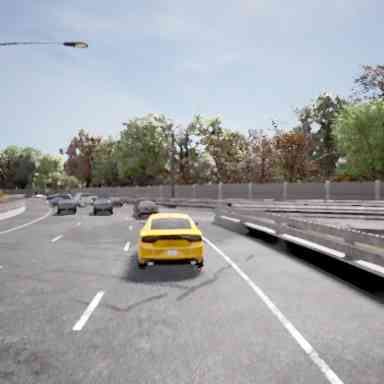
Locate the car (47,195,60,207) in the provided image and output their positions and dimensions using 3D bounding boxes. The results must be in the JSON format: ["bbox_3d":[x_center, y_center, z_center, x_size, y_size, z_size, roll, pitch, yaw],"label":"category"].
[{"bbox_3d":[-21.388,1.582,52.747,1.994,1.385,4.181,0,0,-29],"label":"car"}]

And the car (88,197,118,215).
[{"bbox_3d":[-9.325,1.478,34.588,2.128,1.511,4.902,0,0,-18],"label":"car"}]

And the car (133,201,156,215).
[{"bbox_3d":[-4.280,1.515,30.407,2.033,1.411,5.357,0,0,-16],"label":"car"}]

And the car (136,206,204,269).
[{"bbox_3d":[-0.776,1.461,11.271,1.882,1.535,5.008,0,0,-6],"label":"car"}]

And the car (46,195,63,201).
[{"bbox_3d":[-32.774,1.380,79.339,5.008,1.535,1.882,0,0,43],"label":"car"}]

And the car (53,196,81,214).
[{"bbox_3d":[-13.364,1.498,35.593,2.128,1.511,4.902,0,0,-20],"label":"car"}]

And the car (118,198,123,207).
[{"bbox_3d":[-11.944,1.520,50.151,2.033,1.411,5.357,0,0,-28],"label":"car"}]

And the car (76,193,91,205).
[{"bbox_3d":[-17.584,1.218,53.288,2.150,2.045,5.566,0,0,-29],"label":"car"}]
